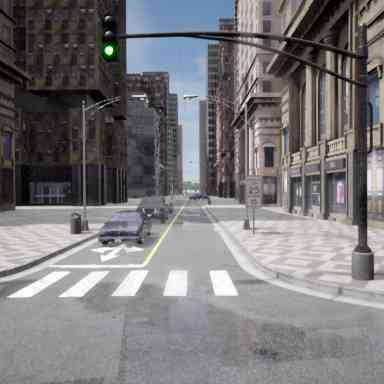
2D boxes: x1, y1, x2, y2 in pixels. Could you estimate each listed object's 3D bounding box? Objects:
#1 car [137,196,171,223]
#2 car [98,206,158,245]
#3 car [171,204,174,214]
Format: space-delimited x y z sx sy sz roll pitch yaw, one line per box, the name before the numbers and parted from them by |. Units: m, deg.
car | -3.099 1.347 26.727 2.150 2.045 5.566 0 0 -1
car | -3.104 1.642 16.508 2.033 1.411 5.357 0 0 0
car | -3.079 1.683 37.058 1.812 1.442 4.674 0 0 0
